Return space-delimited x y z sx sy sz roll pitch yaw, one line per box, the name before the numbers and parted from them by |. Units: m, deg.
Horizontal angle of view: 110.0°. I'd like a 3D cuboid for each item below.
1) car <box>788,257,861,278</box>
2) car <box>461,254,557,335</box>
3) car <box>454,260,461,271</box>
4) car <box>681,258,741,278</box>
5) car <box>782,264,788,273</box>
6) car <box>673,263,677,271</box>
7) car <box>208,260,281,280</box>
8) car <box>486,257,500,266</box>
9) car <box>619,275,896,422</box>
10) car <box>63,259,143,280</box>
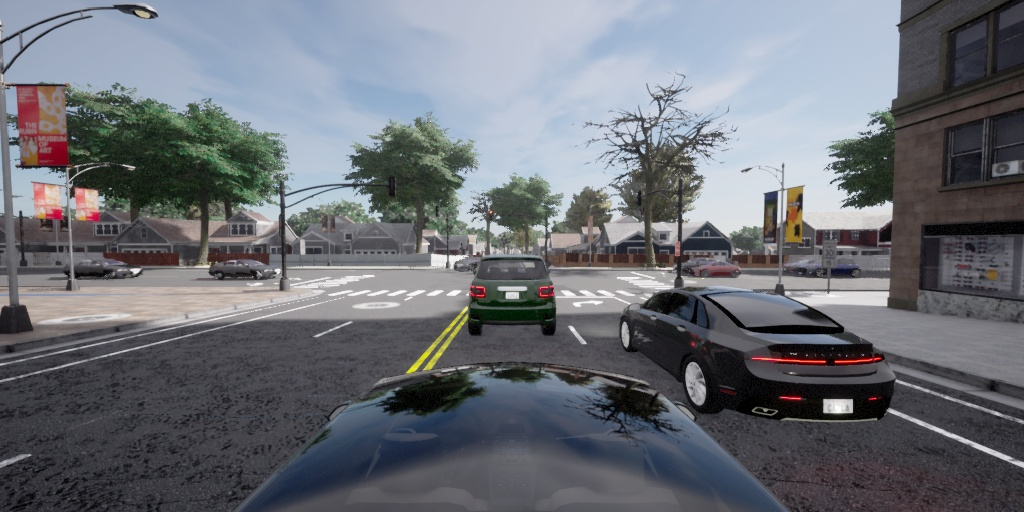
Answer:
car | 27.101 0.948 30.889 4.553 1.767 2.097 1 2 0
car | -0.011 0.968 10.615 2.150 2.045 5.566 0 0 0
car | -4.386 0.848 38.475 2.128 1.511 4.902 2 0 22
car | 17.331 1.110 30.945 4.181 1.385 1.994 0 2 0
car | 28.296 0.999 34.141 4.674 1.442 1.812 0 2 0
car | 17.944 0.915 34.190 4.902 1.511 2.128 0 2 1
car | -20.534 1.035 27.683 4.902 1.511 2.128 0 2 -2
car | -2.869 0.895 56.042 1.895 1.301 4.718 0 0 1
car | 3.259 1.251 6.000 1.837 1.490 4.892 0 0 0
car | -31.546 1.005 27.752 4.902 1.511 2.128 0 2 0
